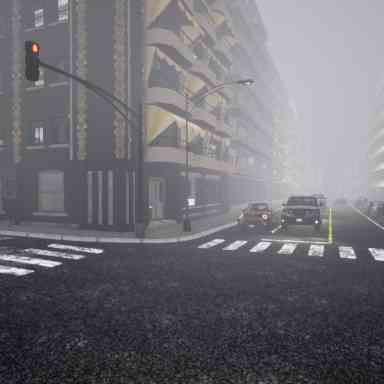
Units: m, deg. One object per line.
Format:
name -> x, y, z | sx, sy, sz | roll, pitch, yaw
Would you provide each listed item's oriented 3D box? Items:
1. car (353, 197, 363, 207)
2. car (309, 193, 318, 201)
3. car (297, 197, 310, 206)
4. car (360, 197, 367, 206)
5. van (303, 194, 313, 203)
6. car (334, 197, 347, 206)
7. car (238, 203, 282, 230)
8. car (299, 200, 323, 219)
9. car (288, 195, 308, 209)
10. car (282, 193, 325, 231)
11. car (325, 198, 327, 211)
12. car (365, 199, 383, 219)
car -> 24.954, 1.435, 49.049 | 1.967, 1.590, 4.097 | 0, 0, 23
car -> 32.398, 1.304, 88.713 | 2.192, 1.841, 5.009 | 0, 0, 23
car -> 19.323, 1.521, 57.324 | 1.752, 1.417, 4.829 | 0, 0, 23
car -> 18.449, 1.541, 33.432 | 1.887, 1.381, 4.507 | 0, 0, 23
van -> 23.725, 1.335, 67.892 | 1.690, 1.788, 3.998 | 0, 0, 23
car -> 25.130, 1.559, 56.202 | 1.994, 1.385, 4.181 | 0, 0, 23
car -> 4.210, 1.438, 21.045 | 1.967, 1.590, 4.097 | 0, 0, 23
car -> 10.957, 1.502, 30.491 | 1.837, 1.490, 4.892 | 0, 0, 23
car -> 15.051, 1.311, 47.071 | 2.192, 1.841, 5.009 | 0, 0, 23
car -> 7.065, 1.219, 21.156 | 2.150, 2.045, 5.566 | 0, 0, 23
car -> 15.092, 1.218, 40.392 | 2.150, 2.045, 5.566 | 0, 0, 23
car -> 16.281, 1.547, 28.228 | 2.008, 1.369, 4.403 | 0, 0, 23
